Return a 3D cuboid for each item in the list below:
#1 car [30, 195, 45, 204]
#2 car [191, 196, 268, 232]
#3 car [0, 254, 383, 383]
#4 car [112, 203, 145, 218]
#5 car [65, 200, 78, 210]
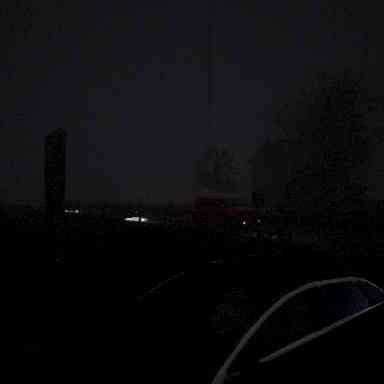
[{"bbox_3d":[-36.227,2.180,78.820,1.837,1.490,4.892,0,-1,-36],"label":"car"},{"bbox_3d":[2.164,1.288,21.058,2.150,2.045,5.566,0,-1,-36],"label":"car"},{"bbox_3d":[0.504,1.483,3.305,4.902,1.511,2.128,0,0,-35],"label":"car"},{"bbox_3d":[-6.325,1.766,32.753,1.994,1.385,4.181,0,-1,-36],"label":"car"},{"bbox_3d":[-18.510,1.904,49.708,1.837,1.490,4.892,1,-1,-36],"label":"car"}]
